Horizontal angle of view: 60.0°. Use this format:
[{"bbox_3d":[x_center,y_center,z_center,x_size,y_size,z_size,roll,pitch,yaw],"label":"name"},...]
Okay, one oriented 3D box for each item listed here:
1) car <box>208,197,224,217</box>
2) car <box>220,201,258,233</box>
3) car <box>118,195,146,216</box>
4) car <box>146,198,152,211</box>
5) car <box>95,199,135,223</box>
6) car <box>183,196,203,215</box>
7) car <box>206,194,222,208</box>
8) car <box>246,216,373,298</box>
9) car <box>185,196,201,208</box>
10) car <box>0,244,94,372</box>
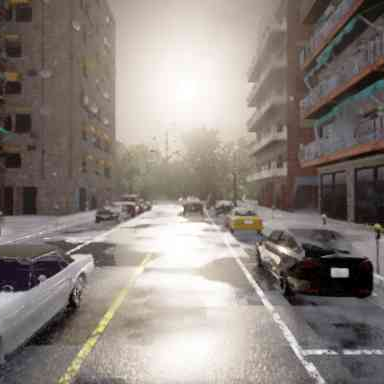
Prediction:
[{"bbox_3d":[2.839,1.454,29.949,2.008,1.369,4.403,1,0,0],"label":"car"},{"bbox_3d":[2.839,1.464,18.982,1.752,1.417,4.829,1,0,0],"label":"car"},{"bbox_3d":[-5.805,1.218,29.981,2.192,1.841,5.009,1,0,0],"label":"car"},{"bbox_3d":[-5.808,1.451,35.551,1.947,1.339,4.313,1,0,0],"label":"car"},{"bbox_3d":[-5.808,1.471,24.414,2.008,1.369,4.403,1,0,0],"label":"car"},{"bbox_3d":[0.101,1.372,32.854,1.882,1.535,5.008,0,0,0],"label":"car"},{"bbox_3d":[2.843,1.184,41.084,2.192,1.841,5.009,1,0,0],"label":"car"},{"bbox_3d":[2.772,1.539,8.318,1.947,1.339,4.313,1,0,0],"label":"car"},{"bbox_3d":[0.084,1.347,45.283,2.128,1.511,4.902,0,0,-1],"label":"car"},{"bbox_3d":[-3.088,1.583,5.097,1.895,1.301,4.718,0,0,0],"label":"car"}]
